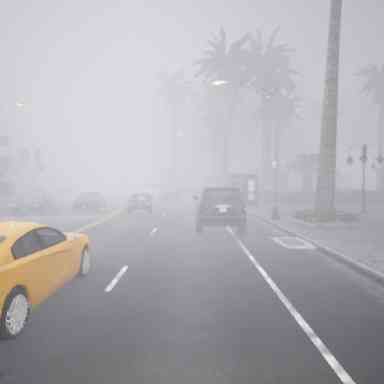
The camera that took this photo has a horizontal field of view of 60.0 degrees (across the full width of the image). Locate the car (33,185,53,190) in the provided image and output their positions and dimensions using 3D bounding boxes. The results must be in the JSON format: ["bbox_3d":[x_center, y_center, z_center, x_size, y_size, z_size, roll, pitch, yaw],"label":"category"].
[{"bbox_3d":[-27.810,-0.326,61.680,5.357,1.411,2.033,2,2,41],"label":"car"}]

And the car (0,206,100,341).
[{"bbox_3d":[-3.412,1.285,6.160,1.882,1.535,5.008,0,2,0],"label":"car"}]

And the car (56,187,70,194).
[{"bbox_3d":[-23.865,-0.313,62.700,1.895,1.301,4.718,-2,2,-45],"label":"car"}]

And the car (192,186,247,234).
[{"bbox_3d":[1.240,0.730,15.983,2.150,2.045,5.566,0,2,0],"label":"car"}]

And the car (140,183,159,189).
[{"bbox_3d":[-6.039,-0.230,47.521,2.150,2.045,5.566,-1,2,-23],"label":"car"}]

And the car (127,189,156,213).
[{"bbox_3d":[-3.970,0.760,25.690,2.033,1.411,5.357,0,2,-6],"label":"car"}]

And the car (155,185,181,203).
[{"bbox_3d":[-2.614,0.331,37.508,1.882,1.535,5.008,0,2,-15],"label":"car"}]

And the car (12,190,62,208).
[{"bbox_3d":[-11.070,0.797,23.745,1.812,1.442,4.674,0,2,-5],"label":"car"}]

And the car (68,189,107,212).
[{"bbox_3d":[-7.747,0.695,25.519,1.882,1.535,5.008,0,2,-7],"label":"car"}]
